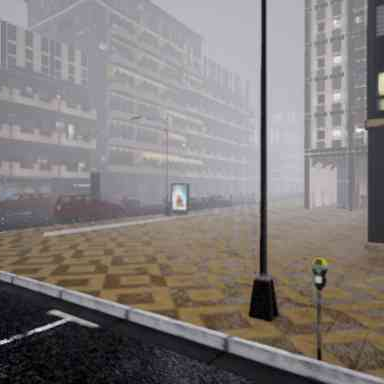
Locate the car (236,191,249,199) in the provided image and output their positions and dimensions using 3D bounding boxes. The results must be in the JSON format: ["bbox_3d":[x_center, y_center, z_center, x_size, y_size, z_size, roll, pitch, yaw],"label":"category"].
[{"bbox_3d":[8.497,0.511,59.084,1.887,1.381,4.507,2,2,35],"label":"car"}]

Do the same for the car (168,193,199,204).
[{"bbox_3d":[-1.048,0.834,45.456,2.008,1.369,4.403,2,2,35],"label":"car"}]

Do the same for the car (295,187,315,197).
[{"bbox_3d":[21.765,0.314,63.421,1.887,1.381,4.507,1,2,35],"label":"car"}]

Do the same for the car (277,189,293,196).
[{"bbox_3d":[21.222,-0.018,77.251,1.967,1.590,4.097,2,2,35],"label":"car"}]

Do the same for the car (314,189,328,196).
[{"bbox_3d":[28.129,0.101,72.508,1.887,1.381,4.507,1,2,35],"label":"car"}]

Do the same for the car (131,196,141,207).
[{"bbox_3d":[-7.410,1.074,36.371,1.802,1.307,4.206,1,2,35],"label":"car"}]

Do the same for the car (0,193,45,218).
[{"bbox_3d":[-13.771,1.014,27.278,2.192,1.841,5.009,1,2,35],"label":"car"}]

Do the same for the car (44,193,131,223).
[{"bbox_3d":[-6.872,1.029,22.522,2.192,1.841,5.009,1,2,35],"label":"car"}]

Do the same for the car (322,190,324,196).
[{"bbox_3d":[24.947,0.103,67.962,1.967,1.590,4.097,1,2,35],"label":"car"}]

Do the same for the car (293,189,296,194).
[{"bbox_3d":[24.403,-0.020,81.797,1.887,1.381,4.507,2,2,35],"label":"car"}]

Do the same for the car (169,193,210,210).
[{"bbox_3d":[-0.510,1.072,31.615,1.947,1.339,4.313,1,2,35],"label":"car"}]

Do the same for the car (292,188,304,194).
[{"bbox_3d":[27.585,-0.232,86.337,1.967,1.590,4.097,2,2,35],"label":"car"}]

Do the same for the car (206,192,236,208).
[{"bbox_3d":[2.672,0.968,36.159,1.947,1.339,4.313,1,2,35],"label":"car"}]

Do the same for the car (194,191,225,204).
[{"bbox_3d":[2.527,0.718,46.030,1.882,1.535,5.008,0,1,35],"label":"car"}]

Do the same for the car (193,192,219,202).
[{"bbox_3d":[2.133,0.760,49.998,1.802,1.307,4.206,2,2,35],"label":"car"}]
